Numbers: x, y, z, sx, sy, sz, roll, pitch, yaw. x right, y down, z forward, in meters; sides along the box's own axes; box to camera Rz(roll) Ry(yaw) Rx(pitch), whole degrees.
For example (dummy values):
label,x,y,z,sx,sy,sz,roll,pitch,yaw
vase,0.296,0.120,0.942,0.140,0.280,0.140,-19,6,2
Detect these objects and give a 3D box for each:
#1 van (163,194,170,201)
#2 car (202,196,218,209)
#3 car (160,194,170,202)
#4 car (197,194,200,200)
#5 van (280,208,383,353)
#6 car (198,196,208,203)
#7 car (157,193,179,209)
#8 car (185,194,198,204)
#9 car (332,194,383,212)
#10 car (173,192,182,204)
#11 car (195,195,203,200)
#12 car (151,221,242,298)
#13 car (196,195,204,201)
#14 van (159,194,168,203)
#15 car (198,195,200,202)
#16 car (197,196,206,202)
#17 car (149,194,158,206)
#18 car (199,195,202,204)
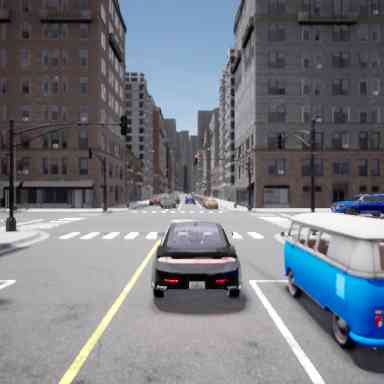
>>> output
label,x,y,z,sx,sy,sz,roll,pitch,yaw
van,-6.390,1.351,83.739,1.690,1.788,3.998,0,0,-1
car,2.654,1.544,45.347,1.752,1.417,4.829,0,0,-1
car,-6.318,1.328,78.215,2.192,1.841,5.009,0,0,-1
car,2.432,1.585,61.753,1.947,1.339,4.313,0,0,-1
van,2.855,1.344,5.988,1.690,1.788,3.998,0,0,0
car,2.282,1.567,72.804,2.008,1.369,4.403,0,0,-1
car,-3.311,1.371,46.632,2.097,1.767,4.553,0,0,-1
car,-0.359,1.544,64.289,1.812,1.442,4.674,0,0,-1
car,15.284,1.225,29.380,5.566,2.045,2.150,-1,0,-1
car,-3.495,1.243,63.893,2.150,2.045,5.566,0,0,0
car,1.982,1.553,94.906,2.008,1.369,4.403,0,0,-1
car,0.094,1.496,8.519,2.128,1.511,4.902,0,0,0
car,2.057,1.557,89.381,2.008,1.369,4.403,0,0,-1
van,-6.243,1.357,72.689,1.690,1.788,3.998,0,0,-1
car,2.506,1.570,56.228,2.008,1.369,4.403,0,0,-1
car,2.207,1.595,78.330,1.802,1.307,4.206,0,0,-1
car,-6.019,1.335,56.113,2.192,1.841,5.009,0,0,-1
car,2.581,1.460,50.702,1.967,1.590,4.097,0,0,-1
